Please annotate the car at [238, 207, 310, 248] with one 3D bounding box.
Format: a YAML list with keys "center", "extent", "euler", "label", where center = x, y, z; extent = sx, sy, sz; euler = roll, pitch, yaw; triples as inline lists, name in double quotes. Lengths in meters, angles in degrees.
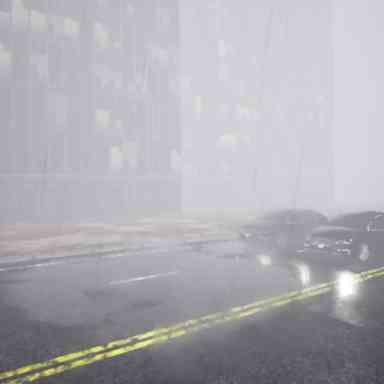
- center: [4.176, 1.474, 14.651]
  extent: [4.892, 1.490, 1.837]
  euler: [0, 0, -36]
  label: "car"

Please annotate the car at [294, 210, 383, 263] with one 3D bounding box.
- center: [6.076, 1.474, 12.015]
  extent: [4.892, 1.490, 1.837]
  euler: [0, 0, -35]
  label: "car"
